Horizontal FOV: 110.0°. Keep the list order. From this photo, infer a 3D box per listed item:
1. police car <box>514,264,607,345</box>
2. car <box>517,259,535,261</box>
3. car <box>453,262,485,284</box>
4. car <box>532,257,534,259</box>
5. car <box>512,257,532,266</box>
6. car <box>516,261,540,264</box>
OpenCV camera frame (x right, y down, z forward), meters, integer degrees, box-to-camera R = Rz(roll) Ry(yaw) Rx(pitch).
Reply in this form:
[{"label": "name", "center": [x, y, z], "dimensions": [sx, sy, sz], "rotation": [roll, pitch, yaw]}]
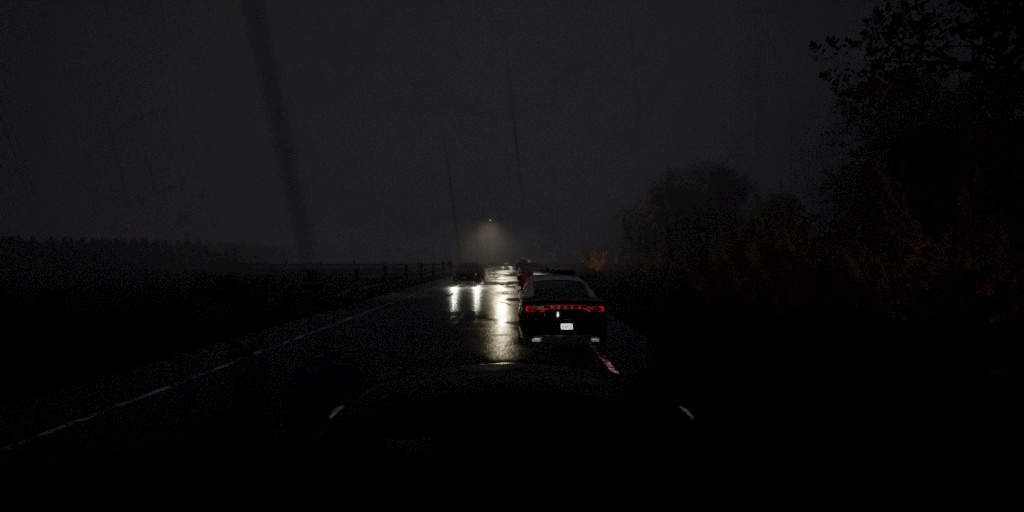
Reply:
[{"label": "police car", "center": [1.101, 1.173, 9.597], "dimensions": [1.930, 1.638, 5.238], "rotation": [0, 0, 1]}, {"label": "car", "center": [1.428, 1.218, 25.431], "dimensions": [1.882, 1.535, 5.008], "rotation": [0, 0, 2]}, {"label": "car", "center": [-3.157, 1.216, 26.952], "dimensions": [1.882, 1.535, 5.008], "rotation": [0, 0, 2]}, {"label": "car", "center": [2.167, 1.062, 61.116], "dimensions": [2.097, 1.767, 4.553], "rotation": [0, 0, 4]}, {"label": "car", "center": [1.458, 1.227, 49.185], "dimensions": [1.837, 1.490, 4.892], "rotation": [0, 0, 4]}, {"label": "car", "center": [1.270, 1.222, 19.452], "dimensions": [1.882, 1.535, 5.008], "rotation": [0, 0, 1]}]
